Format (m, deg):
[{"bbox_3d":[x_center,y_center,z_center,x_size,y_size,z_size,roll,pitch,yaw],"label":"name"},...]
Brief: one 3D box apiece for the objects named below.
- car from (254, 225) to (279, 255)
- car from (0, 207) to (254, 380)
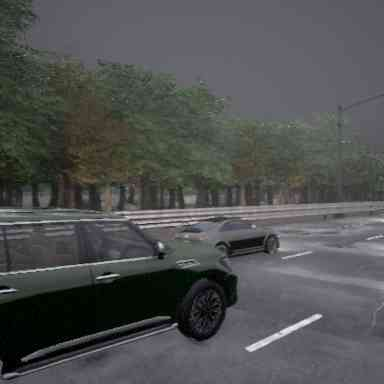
[{"bbox_3d":[1.325,1.606,12.077,4.181,1.385,1.994,0,0,-41],"label":"car"},{"bbox_3d":[-1.782,1.233,4.725,5.566,2.045,2.150,0,0,-41],"label":"car"}]
